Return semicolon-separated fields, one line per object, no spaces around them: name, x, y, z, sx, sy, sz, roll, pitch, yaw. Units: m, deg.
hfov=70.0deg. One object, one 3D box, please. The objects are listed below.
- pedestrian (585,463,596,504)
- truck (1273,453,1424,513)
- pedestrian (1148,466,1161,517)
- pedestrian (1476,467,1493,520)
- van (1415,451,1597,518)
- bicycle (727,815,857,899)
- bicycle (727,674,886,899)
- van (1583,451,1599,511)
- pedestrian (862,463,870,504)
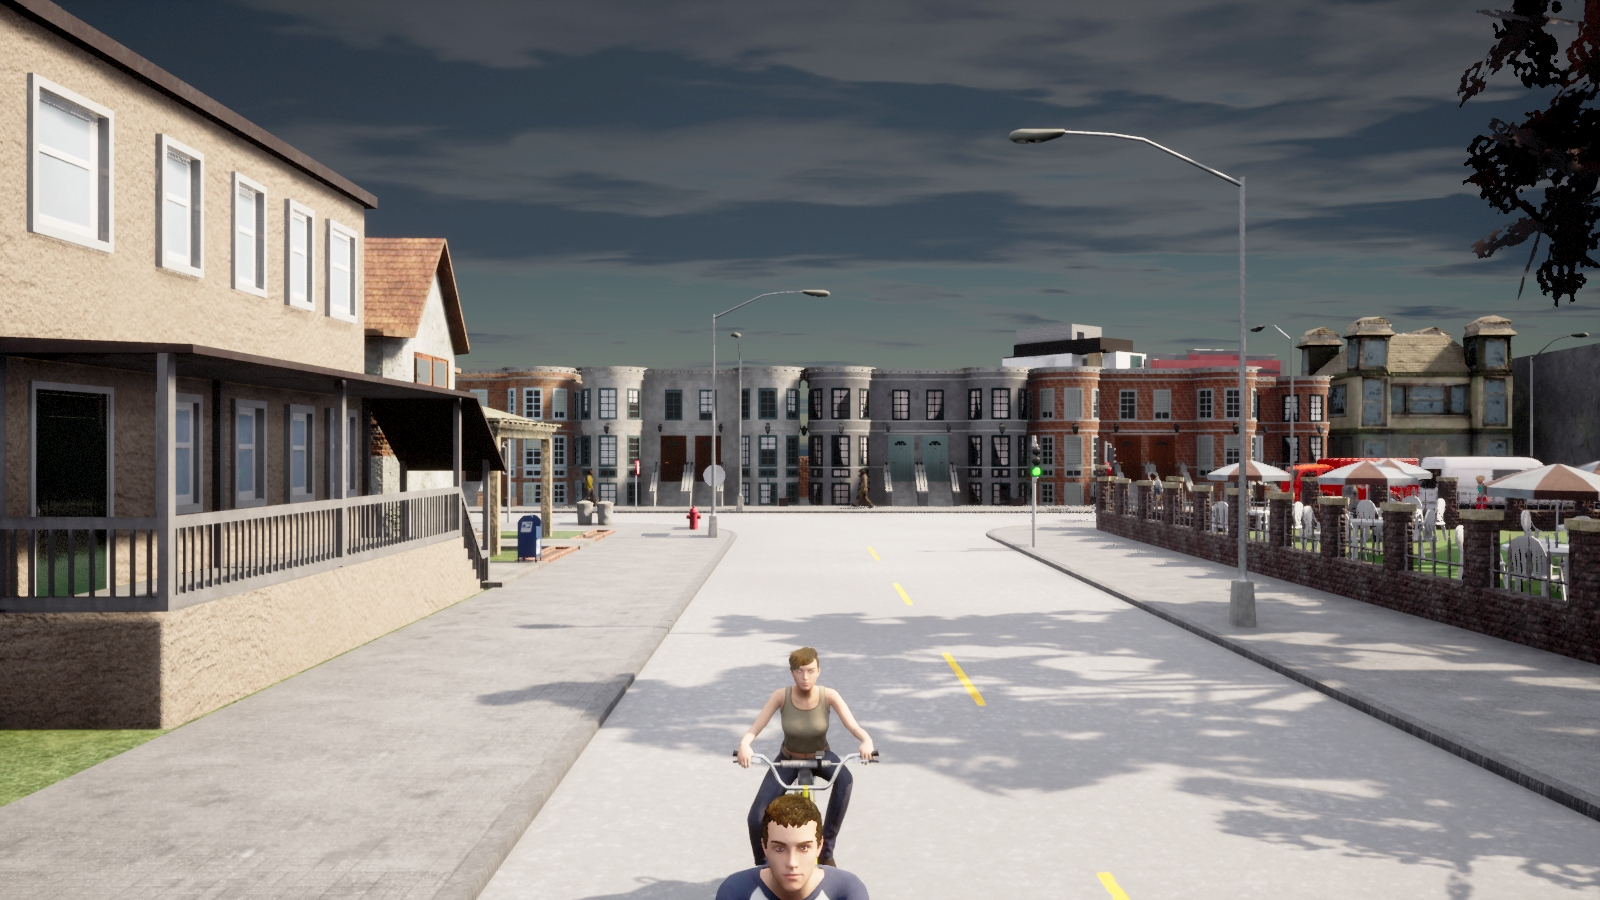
pedestrian;-9.729;1.546;53.071;0.375;1.860;0.375;0;0;8
truck;23.374;1.365;48.875;5.204;2.467;2.627;0;0;0
pedestrian;13.119;1.533;42.267;0.375;1.860;0.375;0;0;27
pedestrian;24.233;1.542;40.453;0.375;1.860;0.375;0;0;-8
van;27.652;1.333;44.881;5.915;2.561;1.988;0;0;0
bicycle;-0.022;1.938;3.212;0.373;1.296;1.643;0;0;0
bicycle;0.033;2.040;6.906;0.859;1.080;1.487;0;0;0
van;37.194;1.334;48.909;5.915;2.561;1.988;0;0;1
pedestrian;3.033;1.548;52.557;0.375;1.860;0.375;0;0;-1
